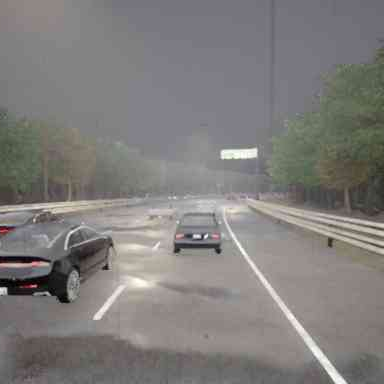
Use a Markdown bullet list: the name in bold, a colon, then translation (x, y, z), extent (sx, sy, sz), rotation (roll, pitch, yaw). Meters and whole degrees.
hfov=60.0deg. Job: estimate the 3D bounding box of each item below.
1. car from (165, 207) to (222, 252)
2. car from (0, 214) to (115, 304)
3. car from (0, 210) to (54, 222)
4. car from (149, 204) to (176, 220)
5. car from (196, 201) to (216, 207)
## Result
- **car**: translation (0.271, 1.586, 14.010), extent (2.033, 1.411, 5.357), rotation (0, 0, 2)
- **car**: translation (-3.281, 1.508, 8.191), extent (2.128, 1.511, 4.902), rotation (0, 0, 1)
- **car**: translation (-6.629, 1.530, 13.947), extent (1.837, 1.490, 4.892), rotation (0, 0, 2)
- **car**: translation (-2.352, 1.662, 28.431), extent (1.895, 1.301, 4.718), rotation (0, 0, 4)
- **car**: translation (1.390, 1.602, 32.536), extent (1.812, 1.442, 4.674), rotation (0, 0, 5)
